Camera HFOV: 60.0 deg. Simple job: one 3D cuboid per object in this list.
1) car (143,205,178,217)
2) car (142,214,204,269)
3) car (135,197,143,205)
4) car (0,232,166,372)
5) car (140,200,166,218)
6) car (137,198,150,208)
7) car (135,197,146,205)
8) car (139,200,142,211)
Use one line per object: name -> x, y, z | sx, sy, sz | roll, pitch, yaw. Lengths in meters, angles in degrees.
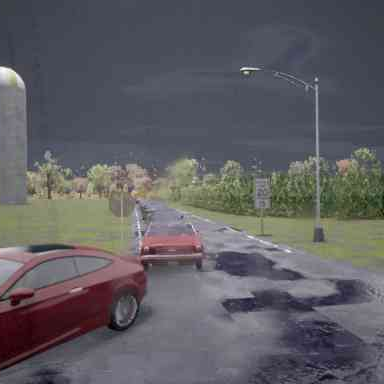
car -> -1.413, 1.650, 17.817 | 1.994, 1.385, 4.181 | -1, 0, -10
car -> -0.709, 1.664, 11.370 | 1.895, 1.301, 4.718 | -1, 0, -5
car -> -6.353, 1.699, 45.496 | 2.128, 1.511, 4.902 | -1, 0, -11
car -> -2.517, 1.554, 4.875 | 1.812, 1.442, 4.674 | 0, -1, 30
car -> -2.376, 1.601, 23.452 | 2.128, 1.511, 4.902 | -1, 0, -10
car -> -4.551, 1.711, 35.734 | 2.033, 1.411, 5.357 | -1, 0, -10
car -> -10.411, 1.772, 66.960 | 1.882, 1.535, 5.008 | -1, 0, -11
car -> -3.502, 1.702, 29.871 | 1.994, 1.385, 4.181 | -1, 0, -10
